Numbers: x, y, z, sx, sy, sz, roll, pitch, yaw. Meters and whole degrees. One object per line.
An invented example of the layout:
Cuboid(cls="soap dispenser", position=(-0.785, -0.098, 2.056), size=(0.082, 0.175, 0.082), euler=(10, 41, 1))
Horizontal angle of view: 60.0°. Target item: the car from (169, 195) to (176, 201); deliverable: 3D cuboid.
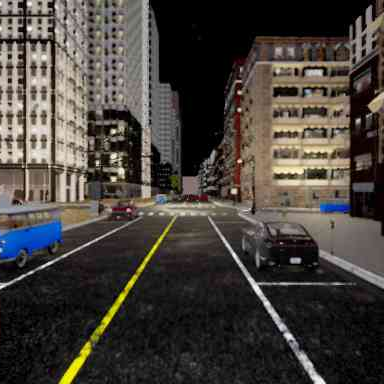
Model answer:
Cuboid(cls="car", position=(-5.679, 1.573, 82.291), size=(1.752, 1.417, 4.829), euler=(0, 0, 0))

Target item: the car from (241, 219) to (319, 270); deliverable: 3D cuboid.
Cuboid(cls="car", position=(2.692, 1.553, 10.835), size=(2.008, 1.369, 4.403), euler=(0, 0, 0))

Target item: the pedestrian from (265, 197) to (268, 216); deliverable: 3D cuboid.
Cuboid(cls="pedestrian", position=(7.140, 1.316, 31.916), size=(0.375, 1.860, 0.375), euler=(0, 0, 0))

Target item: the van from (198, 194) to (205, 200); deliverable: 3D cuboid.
Cuboid(cls="van", position=(2.703, 1.401, 93.563), size=(1.690, 1.788, 3.998), euler=(0, 0, 0))

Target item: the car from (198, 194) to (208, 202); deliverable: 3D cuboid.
Cuboid(cls="car", position=(2.700, 1.357, 76.910), size=(2.192, 1.841, 5.009), euler=(0, 0, 0))

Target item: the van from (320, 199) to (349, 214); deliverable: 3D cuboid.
Cuboid(cls="van", position=(16.936, 1.715, 38.512), size=(3.998, 1.788, 1.690), euler=(1, -1, 0))

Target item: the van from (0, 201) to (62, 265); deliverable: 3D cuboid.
Cuboid(cls="van", position=(-5.689, 1.343, 10.837), size=(1.690, 1.788, 3.998), euler=(0, 0, 0))

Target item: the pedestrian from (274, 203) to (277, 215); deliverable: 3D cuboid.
Cuboid(cls="pedestrian", position=(8.140, 1.622, 32.516), size=(0.375, 1.300, 0.375), euler=(0, 0, 0))

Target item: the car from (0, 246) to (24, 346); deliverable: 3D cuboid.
Cuboid(cls="car", position=(-3.099, 1.478, 1.712), size=(1.882, 1.535, 5.008), euler=(0, 0, 0))

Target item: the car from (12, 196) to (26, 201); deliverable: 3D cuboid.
Cuboid(cls="car", position=(-21.125, 1.081, 38.567), size=(4.097, 1.590, 1.967), euler=(1, -1, 0))

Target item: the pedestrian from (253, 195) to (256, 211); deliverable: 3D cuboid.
Cuboid(cls="pedestrian", position=(6.141, 1.152, 33.116), size=(0.375, 1.860, 0.375), euler=(0, 0, 0))

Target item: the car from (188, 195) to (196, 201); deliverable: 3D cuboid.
Cuboid(cls="car", position=(0.015, 1.522, 88.087), size=(1.882, 1.535, 5.008), euler=(0, 0, 0))

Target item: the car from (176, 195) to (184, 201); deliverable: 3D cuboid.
Cuboid(cls="car", position=(-2.987, 1.576, 84.984), size=(2.128, 1.511, 4.902), euler=(0, 0, 0))

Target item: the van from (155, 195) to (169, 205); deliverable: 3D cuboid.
Cuboid(cls="van", position=(-5.682, 1.368, 60.257), size=(1.690, 1.788, 3.998), euler=(0, 0, 0))

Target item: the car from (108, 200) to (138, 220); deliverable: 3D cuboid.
Cuboid(cls="car", position=(-5.687, 1.448, 27.783), size=(1.967, 1.590, 4.097), euler=(0, 0, 0))
